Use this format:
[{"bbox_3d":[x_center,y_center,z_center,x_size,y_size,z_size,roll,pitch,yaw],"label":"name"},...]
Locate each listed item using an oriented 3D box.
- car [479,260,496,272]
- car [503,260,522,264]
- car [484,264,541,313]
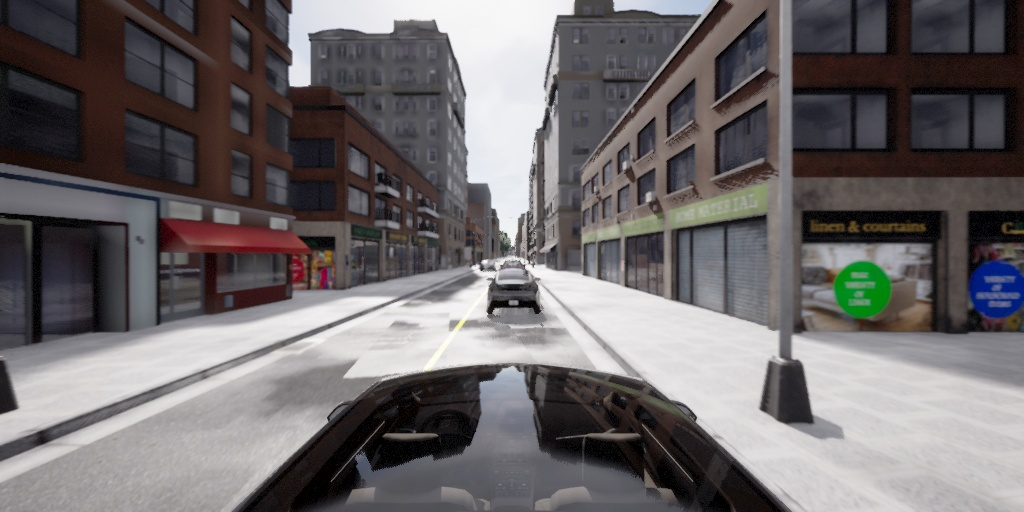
[{"bbox_3d":[-3.086,1.209,45.520,2.128,1.511,4.902,0,0,0],"label":"car"},{"bbox_3d":[0.074,1.077,28.884,2.097,1.767,4.553,0,0,0],"label":"car"},{"bbox_3d":[0.073,1.243,13.941,1.837,1.490,4.892,0,0,0],"label":"car"}]
